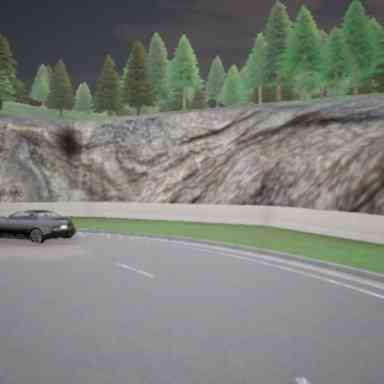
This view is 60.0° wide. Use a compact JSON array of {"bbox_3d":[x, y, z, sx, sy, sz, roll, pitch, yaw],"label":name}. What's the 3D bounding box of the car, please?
[{"bbox_3d":[-7.438,1.502,15.264,4.181,1.385,1.994,0,0,22],"label":"car"}]
